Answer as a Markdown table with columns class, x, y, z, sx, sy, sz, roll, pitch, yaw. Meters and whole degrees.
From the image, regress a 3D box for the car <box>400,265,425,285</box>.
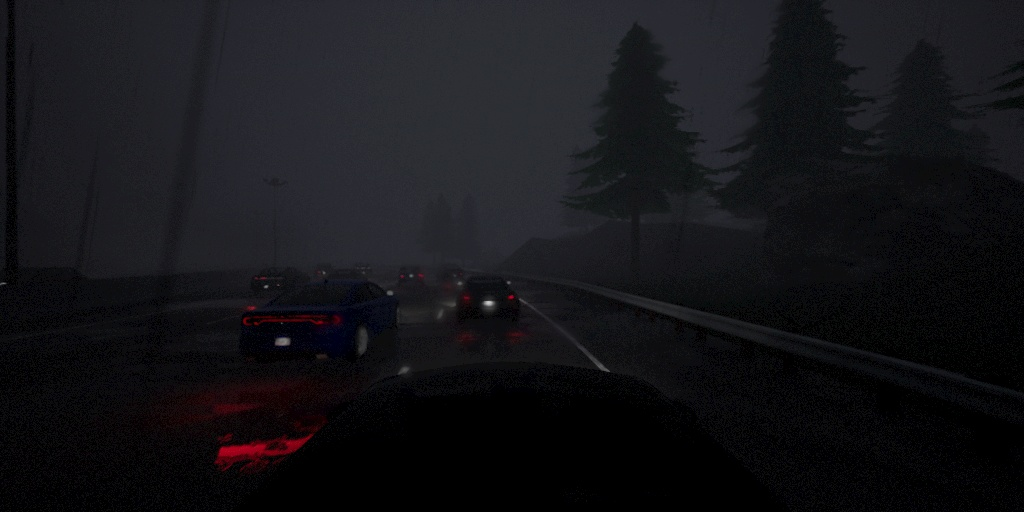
| class | x | y | z | sx | sy | sz | roll | pitch | yaw |
| --- | --- | --- | --- | --- | --- | --- | --- | --- | --- |
| car | -7.542 | 1.408 | 26.705 | 2.033 | 1.411 | 5.357 | 0 | 0 | -17 |

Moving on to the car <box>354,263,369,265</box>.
| class | x | y | z | sx | sy | sz | roll | pitch | yaw |
| --- | --- | --- | --- | --- | --- | --- | --- | --- | --- |
| car | -15.877 | 1.435 | 37.787 | 2.128 | 1.511 | 4.902 | 0 | 0 | -26 |

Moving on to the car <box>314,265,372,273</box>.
| class | x | y | z | sx | sy | sz | roll | pitch | yaw |
| --- | --- | --- | --- | --- | --- | --- | --- | --- | --- |
| car | -9.621 | 1.424 | 20.842 | 1.994 | 1.385 | 4.181 | 0 | 0 | -13 |

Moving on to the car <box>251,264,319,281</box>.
| class | x | y | z | sx | sy | sz | roll | pitch | yaw |
| --- | --- | --- | --- | --- | --- | --- | --- | --- | --- |
| car | -13.189 | 1.375 | 20.728 | 2.128 | 1.511 | 4.902 | 0 | 0 | -14 |

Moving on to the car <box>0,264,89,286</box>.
| class | x | y | z | sx | sy | sz | roll | pitch | yaw |
| --- | --- | --- | --- | --- | --- | --- | --- | --- | --- |
| car | -23.236 | 1.292 | 17.190 | 2.097 | 1.767 | 4.553 | 0 | 0 | -14 |

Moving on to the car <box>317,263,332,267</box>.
| class | x | y | z | sx | sy | sz | roll | pitch | yaw |
| --- | --- | --- | --- | --- | --- | --- | --- | --- | --- |
| car | -20.354 | 1.480 | 38.833 | 1.837 | 1.490 | 4.892 | 0 | 0 | -28 |

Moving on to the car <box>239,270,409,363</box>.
| class | x | y | z | sx | sy | sz | roll | pitch | yaw |
| --- | --- | --- | --- | --- | --- | --- | --- | --- | --- |
| car | -3.980 | 1.270 | 8.390 | 1.882 | 1.535 | 5.008 | 0 | 0 | -5 |

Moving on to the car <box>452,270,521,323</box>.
| class | x | y | z | sx | sy | sz | roll | pitch | yaw |
| --- | --- | --- | --- | --- | --- | --- | --- | --- | --- |
| car | -0.915 | 1.346 | 12.350 | 1.994 | 1.385 | 4.181 | 0 | 0 | -7 |

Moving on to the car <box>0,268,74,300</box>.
| class | x | y | z | sx | sy | sz | roll | pitch | yaw |
| --- | --- | --- | --- | --- | --- | --- | --- | --- | --- |
| car | -27.421 | 1.466 | 19.541 | 2.128 | 1.511 | 4.902 | 0 | 0 | -17 |

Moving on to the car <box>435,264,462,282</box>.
| class | x | y | z | sx | sy | sz | roll | pitch | yaw |
| --- | --- | --- | --- | --- | --- | --- | --- | --- | --- |
| car | -5.285 | 1.382 | 30.646 | 1.812 | 1.442 | 4.674 | 0 | 0 | -19 |
